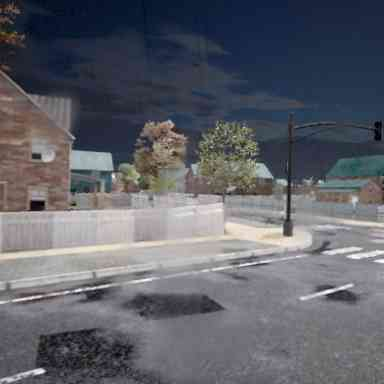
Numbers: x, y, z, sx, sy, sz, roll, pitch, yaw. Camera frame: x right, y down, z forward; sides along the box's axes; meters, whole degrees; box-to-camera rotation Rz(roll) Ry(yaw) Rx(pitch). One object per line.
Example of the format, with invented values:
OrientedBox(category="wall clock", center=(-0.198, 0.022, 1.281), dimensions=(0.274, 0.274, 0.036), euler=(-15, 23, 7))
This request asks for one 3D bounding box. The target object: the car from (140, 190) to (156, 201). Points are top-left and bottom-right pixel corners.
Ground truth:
OrientedBox(category="car", center=(-8.121, 0.677, 60.557), dimensions=(2.150, 2.045, 5.566), euler=(2, 0, -21))
